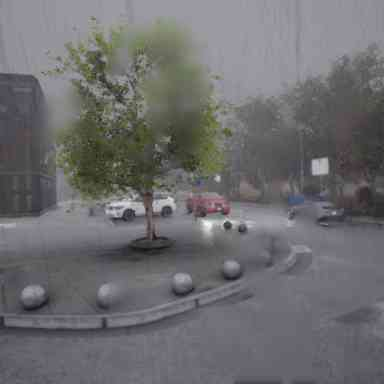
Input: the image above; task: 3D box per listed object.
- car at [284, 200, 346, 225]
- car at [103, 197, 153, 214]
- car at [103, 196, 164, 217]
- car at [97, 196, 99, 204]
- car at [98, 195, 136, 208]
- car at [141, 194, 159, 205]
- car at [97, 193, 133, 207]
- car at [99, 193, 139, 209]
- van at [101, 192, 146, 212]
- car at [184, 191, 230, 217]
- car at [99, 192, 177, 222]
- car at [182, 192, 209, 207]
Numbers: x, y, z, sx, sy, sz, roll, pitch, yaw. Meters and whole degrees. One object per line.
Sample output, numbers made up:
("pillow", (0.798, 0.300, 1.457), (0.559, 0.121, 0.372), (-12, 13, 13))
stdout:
("car", (7.563, 1.171, 20.855), (1.994, 1.385, 4.181), (-2, 1, -15))
("car", (-6.585, 1.339, 34.400), (4.674, 1.452, 2.002), (-3, 1, -38))
("car", (-5.503, 1.295, 31.659), (5.366, 1.575, 1.946), (-3, 1, -38))
("car", (-8.431, 1.287, 40.112), (5.008, 1.535, 2.097), (-3, 1, -38))
("car", (-10.291, 1.316, 45.829), (4.674, 1.452, 2.002), (-3, 1, -38))
("car", (-6.570, 1.151, 51.681), (1.837, 1.490, 4.892), (-2, 0, -18))
("car", (-11.190, 1.144, 48.700), (4.553, 1.767, 2.185), (-3, 1, -38))
("car", (-9.400, 1.157, 42.955), (4.553, 1.767, 2.185), (-3, 1, -38))
("van", (-7.608, 1.072, 37.177), (4.442, 1.987, 1.878), (-3, 1, -38))
("car", (1.176, 0.915, 27.640), (2.150, 2.045, 5.566), (-2, 1, -18))
("car", (-3.802, 1.067, 25.805), (5.566, 2.045, 2.435), (-3, 1, -38))
("car", (0.420, 0.904, 43.605), (2.097, 1.767, 4.553), (-2, 1, -18))
